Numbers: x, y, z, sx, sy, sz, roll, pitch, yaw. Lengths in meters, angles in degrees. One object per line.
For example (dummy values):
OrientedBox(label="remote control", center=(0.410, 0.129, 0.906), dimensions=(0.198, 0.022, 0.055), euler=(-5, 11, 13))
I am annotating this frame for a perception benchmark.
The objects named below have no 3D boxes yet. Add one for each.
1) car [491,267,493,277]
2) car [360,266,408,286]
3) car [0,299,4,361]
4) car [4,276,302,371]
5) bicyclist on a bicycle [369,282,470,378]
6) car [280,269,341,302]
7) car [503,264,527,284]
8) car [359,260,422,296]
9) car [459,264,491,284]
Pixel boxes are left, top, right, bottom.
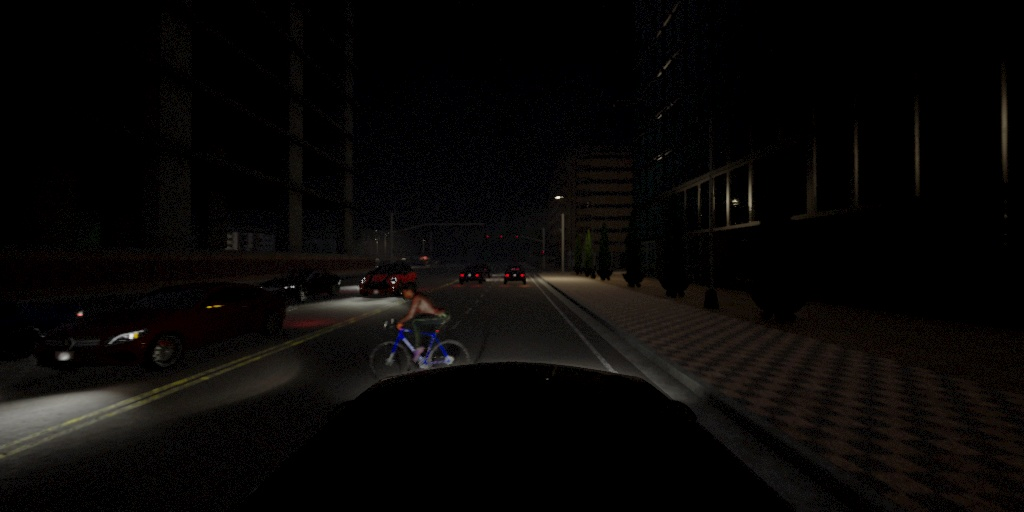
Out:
OrientedBox(label="car", center=(-3.226, 1.624, 40.009), dimensions=(1.837, 1.490, 4.892), euler=(0, -1, 0))
OrientedBox(label="car", center=(-10.357, 1.563, 29.513), dimensions=(2.033, 1.411, 5.357), euler=(0, -1, 1))
OrientedBox(label="car", center=(-10.581, 1.334, 5.747), dimensions=(2.033, 1.411, 5.357), euler=(0, -1, 0))
OrientedBox(label="car", center=(-7.058, 1.335, 7.993), dimensions=(1.812, 1.442, 4.674), euler=(0, -1, 0))
OrientedBox(label="bicyclist on a bicycle", center=(-1.500, 1.240, 5.798), dimensions=(1.656, 1.620, 0.582), euler=(-1, -1, 0))
OrientedBox(label="car", center=(-10.482, 1.398, 18.048), dimensions=(2.128, 1.511, 4.902), euler=(0, -1, 1))
OrientedBox(label="car", center=(0.250, 1.573, 30.236), dimensions=(2.033, 1.411, 5.357), euler=(0, -1, 1))
OrientedBox(label="car", center=(-6.960, 1.283, 20.649), dimensions=(2.097, 1.767, 4.553), euler=(0, 0, 1))
OrientedBox(label="car", center=(-3.250, 1.572, 30.267), dimensions=(2.033, 1.411, 5.357), euler=(0, -1, 1))
